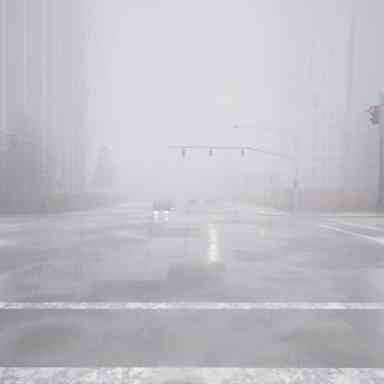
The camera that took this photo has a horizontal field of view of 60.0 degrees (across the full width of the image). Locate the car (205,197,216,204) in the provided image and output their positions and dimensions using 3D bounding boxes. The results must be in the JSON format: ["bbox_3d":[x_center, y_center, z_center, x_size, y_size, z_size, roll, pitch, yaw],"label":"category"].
[{"bbox_3d":[3.535,1.601,64.979,1.895,1.301,4.718,0,0,0],"label":"car"}]

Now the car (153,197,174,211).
[{"bbox_3d":[-3.577,1.564,40.754,1.994,1.385,4.181,0,0,0],"label":"car"}]

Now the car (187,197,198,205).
[{"bbox_3d":[0.133,1.600,60.456,1.895,1.301,4.718,0,0,0],"label":"car"}]
